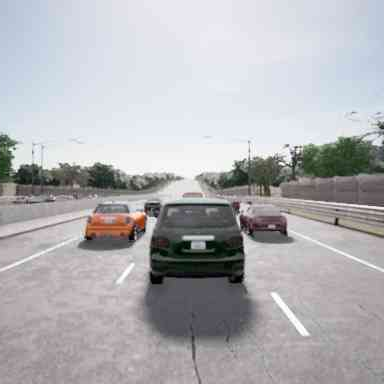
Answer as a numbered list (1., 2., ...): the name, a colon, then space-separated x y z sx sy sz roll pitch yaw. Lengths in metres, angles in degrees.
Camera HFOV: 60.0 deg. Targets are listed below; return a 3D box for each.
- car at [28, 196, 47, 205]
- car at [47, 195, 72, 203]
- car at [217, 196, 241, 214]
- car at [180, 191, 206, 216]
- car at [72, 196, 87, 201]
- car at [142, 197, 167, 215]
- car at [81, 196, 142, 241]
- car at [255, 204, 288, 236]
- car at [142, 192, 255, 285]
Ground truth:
1. car: -21.102 1.258 47.158 2.033 1.411 5.357 0 0 0
2. car: -17.612 1.191 45.767 1.882 1.535 5.008 0 0 0
3. car: 3.572 1.223 32.848 1.882 1.535 5.008 0 0 0
4. car: 0.068 0.975 30.552 2.150 2.045 5.566 0 0 0
5. car: -14.116 1.261 45.677 2.033 1.411 5.357 0 0 0
6. car: -3.431 1.255 31.477 1.837 1.490 4.892 0 0 0
7. car: -3.425 1.202 15.807 2.097 1.767 4.553 0 1 0
8. car: 3.577 1.363 17.166 1.812 1.442 4.674 0 1 0
9. car: 0.067 1.130 9.380 2.150 2.045 5.566 0 1 -1
